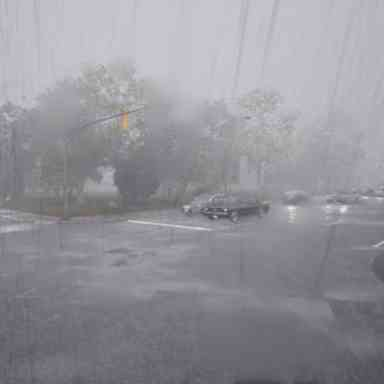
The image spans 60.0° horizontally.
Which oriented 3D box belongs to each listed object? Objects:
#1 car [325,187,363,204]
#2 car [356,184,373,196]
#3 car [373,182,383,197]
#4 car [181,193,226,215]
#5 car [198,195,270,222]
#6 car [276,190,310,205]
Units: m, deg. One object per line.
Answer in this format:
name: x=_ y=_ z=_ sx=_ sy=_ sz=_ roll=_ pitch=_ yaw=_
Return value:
car: x=15.194 y=0.468 z=33.492 sx=1.895 sy=1.301 sz=4.718 roll=0 pitch=2 yaw=44
car: x=24.973 y=-0.341 z=48.654 sx=2.097 sy=1.767 sz=4.553 roll=0 pitch=2 yaw=44
car: x=27.466 y=-0.403 z=46.197 sx=2.150 sy=2.045 sz=5.566 roll=0 pitch=2 yaw=44
car: x=1.312 y=0.852 z=24.035 sx=2.128 sy=1.511 sz=4.902 roll=0 pitch=2 yaw=44
car: x=2.820 y=1.022 z=20.545 sx=1.895 sy=1.301 sz=4.718 roll=0 pitch=2 yaw=44
car: x=10.170 y=0.490 z=33.302 sx=1.812 sy=1.442 sz=4.674 roll=0 pitch=2 yaw=44
